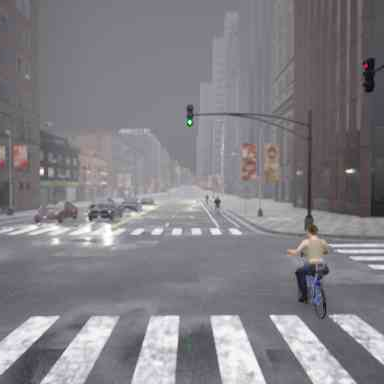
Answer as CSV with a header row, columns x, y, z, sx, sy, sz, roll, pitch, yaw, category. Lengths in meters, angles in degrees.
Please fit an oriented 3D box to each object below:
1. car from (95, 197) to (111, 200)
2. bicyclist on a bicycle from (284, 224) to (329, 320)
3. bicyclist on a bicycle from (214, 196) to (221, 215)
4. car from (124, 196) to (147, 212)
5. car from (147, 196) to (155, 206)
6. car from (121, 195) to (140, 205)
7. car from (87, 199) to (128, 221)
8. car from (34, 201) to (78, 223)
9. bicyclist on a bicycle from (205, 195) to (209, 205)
x,y,z,sx,sy,sz,roll,pitch,yaw,category
-9.835,1.298,36.679,1.882,1.535,5.008,0,0,0,car
2.238,1.405,6.292,0.866,1.612,1.509,0,0,0,bicyclist on a bicycle
2.253,1.225,29.740,0.659,1.776,1.843,0,1,0,bicyclist on a bicycle
-6.588,1.369,36.502,2.033,1.411,5.357,0,0,0,car
-6.573,1.326,48.105,1.994,1.385,4.181,0,0,0,car
-9.784,1.281,53.571,2.033,1.411,5.357,0,0,0,car
-6.593,1.474,25.860,1.895,1.301,4.718,0,0,0,car
-9.836,1.405,24.522,1.812,1.442,4.674,0,0,0,car
2.257,1.209,49.269,0.582,1.620,1.656,0,0,0,bicyclist on a bicycle
